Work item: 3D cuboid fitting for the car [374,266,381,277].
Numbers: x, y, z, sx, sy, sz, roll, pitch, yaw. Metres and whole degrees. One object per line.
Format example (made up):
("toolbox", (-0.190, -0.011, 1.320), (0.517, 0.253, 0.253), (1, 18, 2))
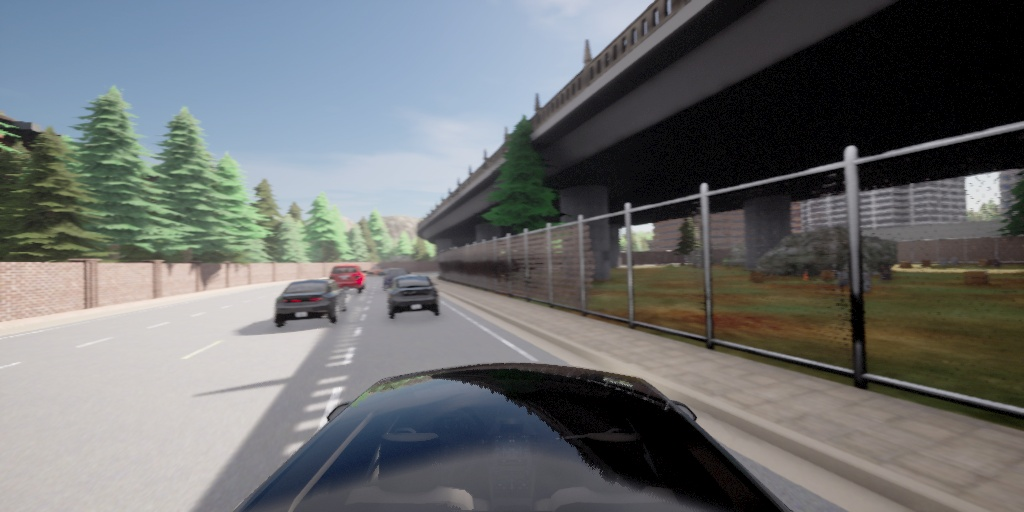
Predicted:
("car", (-19.914, 2.664, 58.395), (1.994, 1.385, 4.181), (-2, -1, 17))

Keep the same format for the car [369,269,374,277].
("car", (-22.661, 2.570, 61.236), (2.097, 1.767, 4.553), (-2, -1, 19))

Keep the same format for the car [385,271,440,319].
("car", (-4.118, 1.553, 14.719), (1.837, 1.490, 4.892), (-1, 0, -19))

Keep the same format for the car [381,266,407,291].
("car", (-9.158, 1.735, 28.717), (2.097, 1.767, 4.553), (-1, -1, -19))

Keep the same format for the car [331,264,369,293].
("car", (-12.108, 1.660, 26.549), (2.150, 2.045, 5.566), (-1, -1, -19))

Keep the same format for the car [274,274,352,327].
("car", (-7.408, 1.629, 13.526), (1.837, 1.490, 4.892), (-1, 0, -19))
